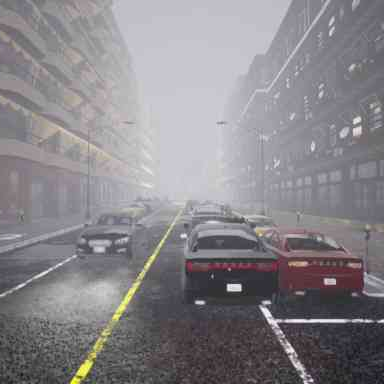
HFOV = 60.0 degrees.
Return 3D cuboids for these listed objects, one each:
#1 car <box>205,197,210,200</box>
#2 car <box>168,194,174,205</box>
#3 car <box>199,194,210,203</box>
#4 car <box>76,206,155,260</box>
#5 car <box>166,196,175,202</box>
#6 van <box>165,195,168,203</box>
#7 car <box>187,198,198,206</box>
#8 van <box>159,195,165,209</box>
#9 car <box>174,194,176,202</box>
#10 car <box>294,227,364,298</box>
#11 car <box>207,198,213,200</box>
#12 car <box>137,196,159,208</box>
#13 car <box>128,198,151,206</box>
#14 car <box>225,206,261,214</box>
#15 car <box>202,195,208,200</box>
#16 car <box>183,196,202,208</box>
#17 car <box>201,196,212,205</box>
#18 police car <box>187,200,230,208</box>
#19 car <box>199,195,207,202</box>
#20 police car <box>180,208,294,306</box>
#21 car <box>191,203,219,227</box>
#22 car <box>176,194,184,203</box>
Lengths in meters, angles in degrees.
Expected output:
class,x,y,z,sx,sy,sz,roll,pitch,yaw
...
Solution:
class,x,y,z,sx,sy,sz,roll,pitch,yaw
car,2.657,1.605,36.126,2.008,1.369,4.403,1,0,0
car,-5.161,1.455,63.857,2.192,1.841,5.009,1,0,0
car,2.707,1.498,74.842,2.192,1.841,5.009,1,0,0
car,-2.823,1.502,12.608,2.128,1.511,4.902,0,0,0
car,-5.134,1.774,80.449,1.947,1.339,4.313,1,0,0
van,-5.184,1.441,52.796,1.690,1.788,3.998,1,0,0
car,0.122,1.725,59.726,1.895,1.301,4.718,0,0,0
van,-5.195,1.423,47.264,1.690,1.788,3.998,2,0,0
car,-5.150,1.476,69.387,2.192,1.841,5.009,1,0,0
car,2.602,1.551,8.472,1.887,1.381,4.507,1,0,0
car,2.646,1.587,30.595,1.887,1.381,4.507,1,0,0
car,-5.216,1.369,36.206,2.192,1.841,5.009,2,0,0
car,-5.233,1.568,30.504,1.752,1.417,4.829,2,0,0
car,2.614,1.538,14.174,1.752,1.417,4.829,1,0,0
car,2.691,1.644,52.718,1.887,1.381,4.507,1,0,0
car,0.100,1.582,45.588,1.837,1.490,4.892,0,0,0
car,2.723,1.579,63.780,1.967,1.590,4.097,1,0,0
police car,0.862,1.444,18.255,1.930,1.638,5.238,0,0,0
car,2.726,1.675,85.905,1.967,1.590,4.097,1,0,0
police car,0.729,1.431,8.254,1.930,1.638,5.238,0,0,0
car,0.874,1.555,24.148,1.812,1.442,4.674,0,0,0
car,-2.592,1.548,78.093,2.097,1.767,4.553,0,0,0
